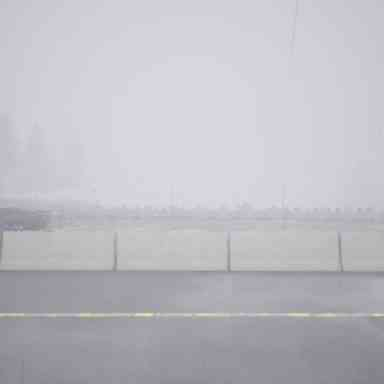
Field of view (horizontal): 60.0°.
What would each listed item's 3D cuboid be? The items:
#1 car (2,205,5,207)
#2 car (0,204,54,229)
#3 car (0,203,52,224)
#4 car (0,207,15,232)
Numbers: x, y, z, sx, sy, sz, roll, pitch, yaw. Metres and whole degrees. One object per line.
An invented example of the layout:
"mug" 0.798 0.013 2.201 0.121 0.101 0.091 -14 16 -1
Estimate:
"car" -10.582 1.551 18.328 4.892 1.490 1.837 0 0 -1
"car" -11.864 1.565 21.804 4.892 1.490 1.837 0 0 -1
"car" -13.351 1.599 25.274 4.674 1.442 1.812 0 0 -1
"car" -10.731 1.551 14.825 4.674 1.442 1.812 0 0 -1
